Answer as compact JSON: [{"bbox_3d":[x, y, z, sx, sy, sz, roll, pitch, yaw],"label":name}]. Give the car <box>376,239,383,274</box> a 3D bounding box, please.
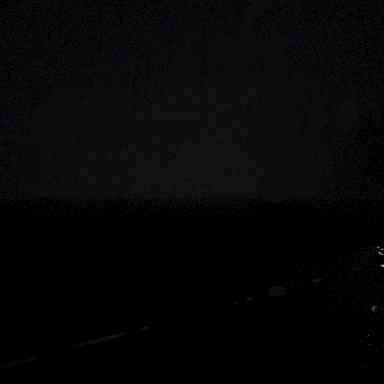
[{"bbox_3d":[6.945,1.411,9.159,5.008,1.535,1.882,-1,0,-37],"label":"car"}]
